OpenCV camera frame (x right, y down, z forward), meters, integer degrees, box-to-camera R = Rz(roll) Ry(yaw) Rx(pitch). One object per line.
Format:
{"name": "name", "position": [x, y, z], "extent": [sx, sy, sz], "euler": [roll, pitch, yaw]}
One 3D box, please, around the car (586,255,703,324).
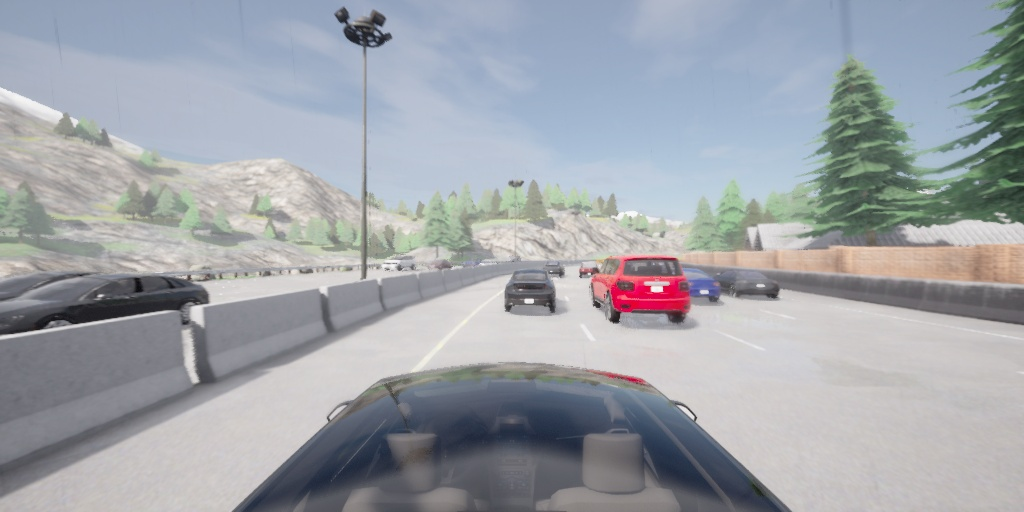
{"name": "car", "position": [4.089, 0.982, 12.298], "extent": [2.150, 2.045, 5.566], "euler": [0, 0, 4]}

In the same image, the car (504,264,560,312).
{"name": "car", "position": [0.781, 1.257, 14.363], "extent": [1.837, 1.490, 4.892], "euler": [0, 0, 5]}

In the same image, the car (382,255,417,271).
{"name": "car", "position": [-14.737, 0.931, 47.401], "extent": [2.150, 2.045, 5.566], "euler": [0, 0, 16]}

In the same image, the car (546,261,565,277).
{"name": "car", "position": [4.213, 1.252, 35.854], "extent": [2.128, 1.511, 4.902], "euler": [0, 0, 13]}

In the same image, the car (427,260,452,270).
{"name": "car", "position": [-10.133, 1.247, 50.629], "extent": [1.812, 1.442, 4.674], "euler": [0, 0, 17]}

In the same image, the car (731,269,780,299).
{"name": "car", "position": [11.782, 1.346, 18.621], "extent": [1.994, 1.385, 4.181], "euler": [0, 0, 7]}

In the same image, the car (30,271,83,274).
{"name": "car", "position": [-13.710, 1.217, 10.637], "extent": [1.837, 1.490, 4.892], "euler": [0, 0, 3]}

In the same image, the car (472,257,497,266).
{"name": "car", "position": [-3.383, 1.266, 48.828], "extent": [1.812, 1.442, 4.674], "euler": [0, 0, 17]}

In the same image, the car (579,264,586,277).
{"name": "car", "position": [7.665, 1.371, 35.396], "extent": [1.895, 1.301, 4.718], "euler": [0, 0, 13]}

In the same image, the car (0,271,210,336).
{"name": "car", "position": [-10.303, 1.227, 9.005], "extent": [1.837, 1.490, 4.892], "euler": [0, 0, 3]}

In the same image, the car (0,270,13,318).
{"name": "car", "position": [-17.294, 1.194, 9.185], "extent": [2.128, 1.511, 4.902], "euler": [0, 0, 3]}

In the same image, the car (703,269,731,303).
{"name": "car", "position": [8.043, 1.297, 16.857], "extent": [1.812, 1.442, 4.674], "euler": [0, 0, 6]}

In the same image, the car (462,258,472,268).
{"name": "car", "position": [-5.687, 1.086, 53.109], "extent": [2.097, 1.767, 4.553], "euler": [0, 0, 18]}
